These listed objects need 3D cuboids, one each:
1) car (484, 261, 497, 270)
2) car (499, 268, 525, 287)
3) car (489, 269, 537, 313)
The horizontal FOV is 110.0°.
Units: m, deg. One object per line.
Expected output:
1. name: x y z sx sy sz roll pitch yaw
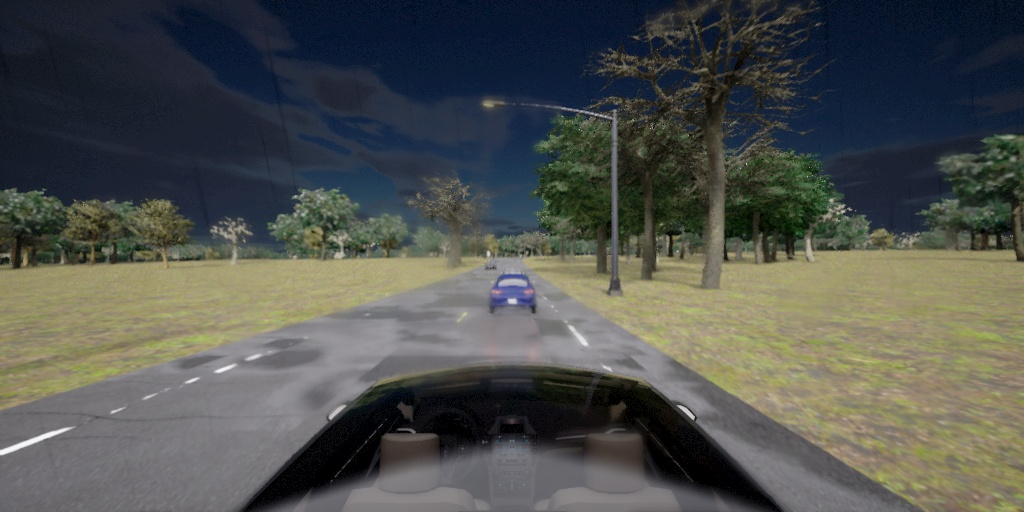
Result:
1. car: -3.526 1.590 59.898 1.837 1.490 4.892 0 1 1
2. car: 0.048 1.659 28.544 1.895 1.301 4.718 0 0 1
3. car: 0.056 1.456 14.936 1.812 1.442 4.674 0 0 1
